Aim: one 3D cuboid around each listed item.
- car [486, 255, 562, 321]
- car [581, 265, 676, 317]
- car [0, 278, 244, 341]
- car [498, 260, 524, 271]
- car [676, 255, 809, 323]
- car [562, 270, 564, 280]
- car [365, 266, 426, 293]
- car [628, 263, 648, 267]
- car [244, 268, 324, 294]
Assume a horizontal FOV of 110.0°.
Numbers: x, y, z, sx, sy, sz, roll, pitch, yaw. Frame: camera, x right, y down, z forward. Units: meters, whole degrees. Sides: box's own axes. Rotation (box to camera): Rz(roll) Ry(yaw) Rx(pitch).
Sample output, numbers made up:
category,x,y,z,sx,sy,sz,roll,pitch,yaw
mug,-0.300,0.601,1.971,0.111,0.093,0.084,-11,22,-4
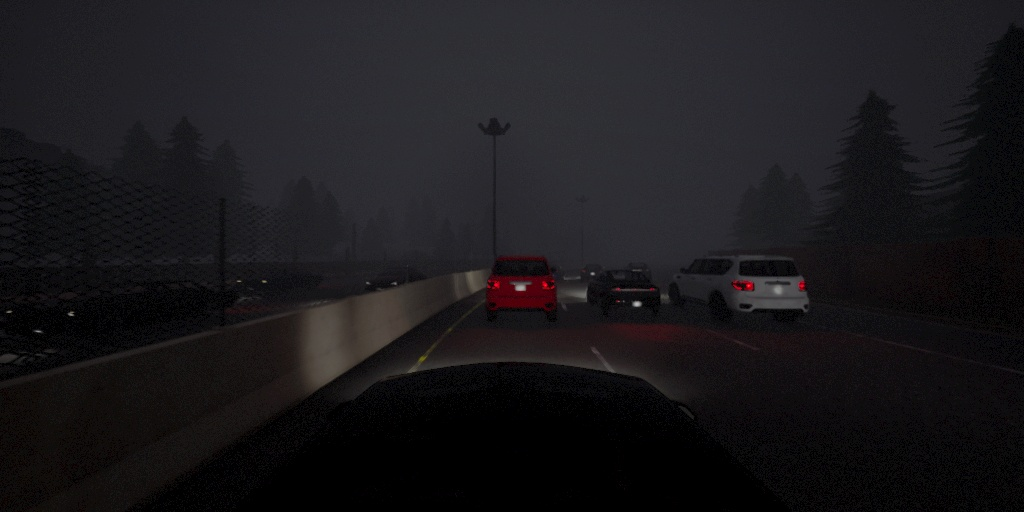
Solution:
category,x,y,z,sx,sy,sz,roll,pitch,yaw
car,0.402,0.990,12.688,2.150,2.045,5.566,0,0,3
car,3.980,1.261,13.353,2.128,1.511,4.902,0,0,4
car,-10.463,1.365,10.159,1.895,1.301,4.718,0,0,2
car,-0.047,1.335,52.430,1.837,1.490,4.892,0,0,26
car,7.391,0.990,12.422,2.150,2.045,5.566,0,0,3
car,3.227,1.362,30.110,1.994,1.385,4.181,0,0,14
car,-6.138,1.305,19.532,1.812,1.442,4.674,0,0,7
car,10.237,1.288,29.388,2.128,1.511,4.902,0,0,14
car,-13.114,1.382,20.558,1.895,1.301,4.718,0,0,7
